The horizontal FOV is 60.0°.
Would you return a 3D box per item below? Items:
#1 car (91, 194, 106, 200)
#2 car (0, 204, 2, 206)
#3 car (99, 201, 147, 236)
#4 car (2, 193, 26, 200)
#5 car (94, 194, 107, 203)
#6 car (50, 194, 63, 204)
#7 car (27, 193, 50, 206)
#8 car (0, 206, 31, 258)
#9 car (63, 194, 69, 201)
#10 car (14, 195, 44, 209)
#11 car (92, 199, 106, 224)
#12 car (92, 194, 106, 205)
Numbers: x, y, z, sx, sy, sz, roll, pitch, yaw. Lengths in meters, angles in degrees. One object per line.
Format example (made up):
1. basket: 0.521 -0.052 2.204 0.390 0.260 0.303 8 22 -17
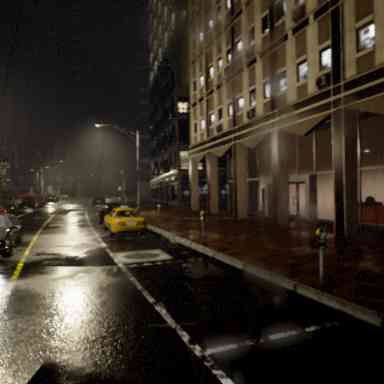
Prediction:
1. car: -12.472 1.230 44.518 1.947 1.339 4.313 0 0 -15
2. car: -14.583 1.484 24.141 1.802 1.307 4.206 0 0 -19
3. car: -3.540 1.378 17.147 1.752 1.417 4.829 0 0 -21
4. car: -42.605 1.320 78.925 4.313 1.339 1.947 -1 0 -2
5. car: -15.268 1.129 55.497 1.887 1.381 4.507 0 0 -13
6. car: -23.647 1.244 56.159 2.008 1.369 4.403 0 0 -13
7. car: -20.997 1.292 45.353 1.752 1.417 4.829 0 0 -15
8. car: -7.541 1.493 12.460 2.033 1.411 5.357 -1 1 -21
9. car: -25.849 1.172 66.749 2.008 1.369 4.403 0 0 -11
10. car: -19.595 1.366 40.213 1.947 1.339 4.313 0 0 -16
11. car: -5.506 1.382 22.472 1.947 1.339 4.313 0 0 -20
12. car: -13.925 1.065 50.016 1.967 1.590 4.097 0 0 -14
